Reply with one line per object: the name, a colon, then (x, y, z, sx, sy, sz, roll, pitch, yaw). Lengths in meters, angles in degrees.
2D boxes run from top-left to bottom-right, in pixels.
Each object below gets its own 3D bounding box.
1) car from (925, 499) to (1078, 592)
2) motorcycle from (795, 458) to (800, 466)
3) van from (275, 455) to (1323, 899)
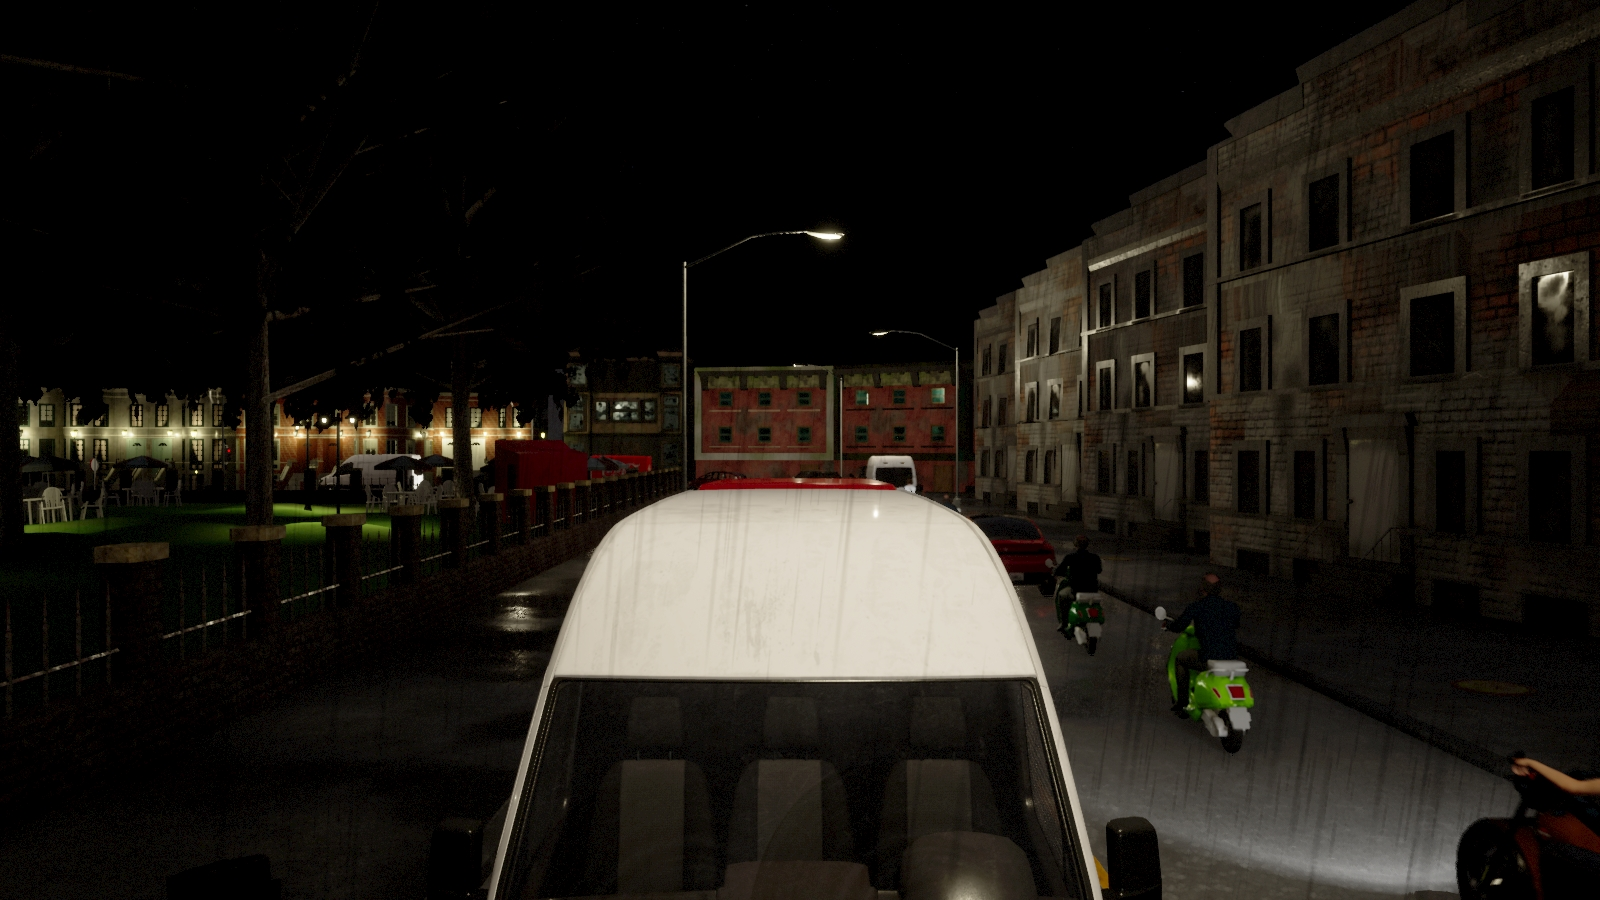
car: (3.933, 1.841, 23.254, 2.231, 1.480, 4.892, 0, 0, 0)
motorcycle: (-0.384, 1.962, 183.190, 0.856, 1.236, 1.805, 0, 0, 0)
van: (-0.006, 1.314, 5.127, 1.988, 2.561, 5.915, 0, 0, 0)
